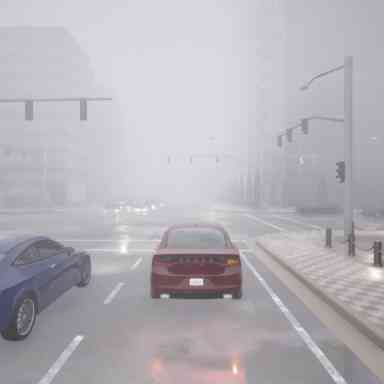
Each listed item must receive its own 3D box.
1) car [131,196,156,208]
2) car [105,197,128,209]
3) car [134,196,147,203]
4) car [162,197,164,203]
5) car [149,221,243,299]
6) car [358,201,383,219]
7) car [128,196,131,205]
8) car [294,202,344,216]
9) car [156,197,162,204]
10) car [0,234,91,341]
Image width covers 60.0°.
[{"bbox_3d":[-6.990,1.491,48.646,2.128,1.511,4.902,0,0,0],"label":"car"},{"bbox_3d":[-10.498,1.505,45.561,1.837,1.490,4.892,0,0,0],"label":"car"},{"bbox_3d":[-10.365,1.564,67.795,1.994,1.385,4.181,0,0,0],"label":"car"},{"bbox_3d":[-6.849,1.600,68.951,1.895,1.301,4.718,0,0,0],"label":"car"},{"bbox_3d":[0.099,1.478,8.498,1.882,1.535,5.008,0,0,0],"label":"car"},{"bbox_3d":[16.340,1.436,27.373,4.902,1.511,2.128,0,0,0],"label":"car"},{"bbox_3d":[-10.468,1.491,54.788,2.128,1.511,4.902,0,0,0],"label":"car"},{"bbox_3d":[12.051,1.545,30.919,4.718,1.301,1.895,0,0,1],"label":"car"},{"bbox_3d":[-6.952,1.491,57.953,2.128,1.511,4.902,0,0,0],"label":"car"},{"bbox_3d":[-3.416,1.526,6.370,1.812,1.442,4.674,0,0,0],"label":"car"}]
